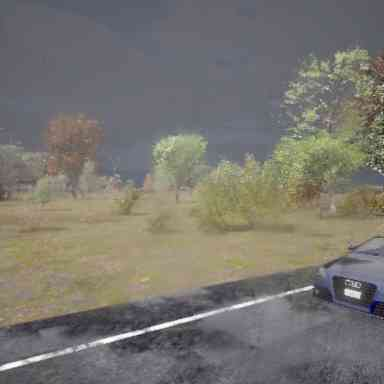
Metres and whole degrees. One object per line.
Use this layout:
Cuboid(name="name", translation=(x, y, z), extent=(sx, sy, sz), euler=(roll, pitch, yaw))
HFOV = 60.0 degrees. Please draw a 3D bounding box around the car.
Cuboid(name="car", translation=(4.470, 1.639, 7.062), extent=(4.181, 1.385, 1.994), euler=(1, 0, -36))
